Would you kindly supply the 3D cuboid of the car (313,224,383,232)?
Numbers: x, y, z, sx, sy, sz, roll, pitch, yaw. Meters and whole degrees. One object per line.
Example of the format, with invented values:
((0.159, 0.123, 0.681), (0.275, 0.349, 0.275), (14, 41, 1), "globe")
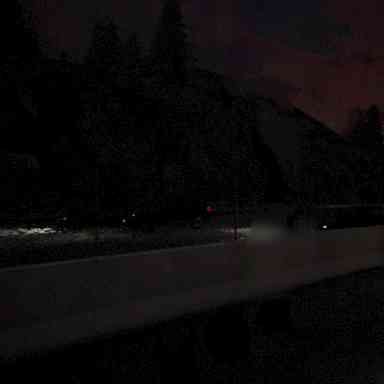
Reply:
((8.195, 1.553, 17.828), (5.357, 1.411, 2.033), (0, 0, -31), "car")
